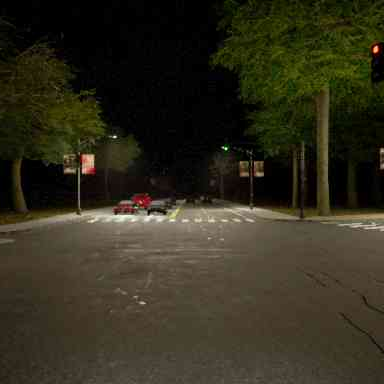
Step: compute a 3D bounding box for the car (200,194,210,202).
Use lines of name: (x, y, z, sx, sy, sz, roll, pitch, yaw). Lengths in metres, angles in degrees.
car: (2.866, 1.268, 74.730, 2.097, 1.767, 4.553, 0, 0, 0)

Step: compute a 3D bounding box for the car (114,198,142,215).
car: (-6.737, 1.574, 34.479, 1.994, 1.385, 4.181, 0, 0, 0)

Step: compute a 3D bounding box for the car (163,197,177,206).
car: (-3.579, 1.574, 55.633, 2.033, 1.411, 5.357, 0, 0, 0)

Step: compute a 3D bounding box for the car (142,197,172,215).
car: (-3.489, 1.558, 34.442, 2.033, 1.411, 5.357, 0, 0, 0)

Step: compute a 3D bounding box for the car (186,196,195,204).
car: (-0.330, 1.588, 64.317, 2.033, 1.411, 5.357, 0, 0, 0)

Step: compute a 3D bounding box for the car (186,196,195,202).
car: (-0.384, 1.508, 74.773, 1.895, 1.301, 4.718, 0, 0, 0)

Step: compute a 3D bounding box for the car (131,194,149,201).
car: (-6.778, 1.237, 43.959, 2.150, 2.045, 5.566, 0, 0, 0)

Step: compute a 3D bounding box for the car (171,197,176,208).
car: (-3.525, 1.563, 44.521, 2.033, 1.411, 5.357, 0, 0, 0)

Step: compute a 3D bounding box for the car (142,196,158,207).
car: (-6.827, 1.503, 54.364, 1.882, 1.535, 5.008, 0, 0, 0)

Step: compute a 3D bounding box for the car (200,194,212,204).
car: (2.920, 1.588, 64.334, 2.033, 1.411, 5.357, 0, 0, 0)
